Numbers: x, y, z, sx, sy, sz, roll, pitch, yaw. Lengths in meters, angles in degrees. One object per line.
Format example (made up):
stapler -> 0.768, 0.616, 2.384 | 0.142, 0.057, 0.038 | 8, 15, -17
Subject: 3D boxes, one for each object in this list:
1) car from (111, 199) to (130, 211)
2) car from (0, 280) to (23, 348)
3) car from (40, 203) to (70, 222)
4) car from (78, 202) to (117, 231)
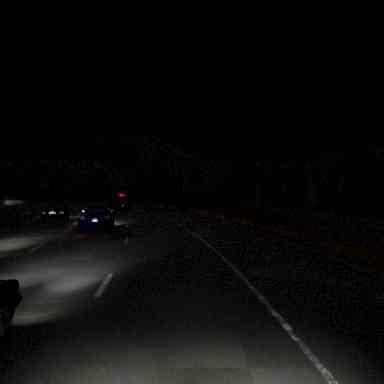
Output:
car -> -9.161, 1.619, 41.843 | 1.994, 1.385, 4.181 | 0, 0, -24
car -> -3.582, 1.608, 3.220 | 1.895, 1.301, 4.718 | 0, 0, -2
car -> -11.031, 1.590, 27.004 | 2.033, 1.411, 5.357 | 0, 0, -16
car -> -5.909, 1.581, 20.719 | 1.994, 1.385, 4.181 | 0, 0, -12
